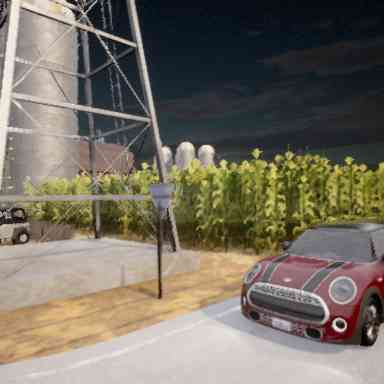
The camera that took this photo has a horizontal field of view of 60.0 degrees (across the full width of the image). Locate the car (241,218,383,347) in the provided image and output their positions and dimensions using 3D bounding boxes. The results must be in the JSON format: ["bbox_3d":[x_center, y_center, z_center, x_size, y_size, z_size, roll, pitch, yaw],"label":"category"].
[{"bbox_3d":[2.995,1.434,6.644,4.553,1.767,2.097,0,-1,-43],"label":"car"}]

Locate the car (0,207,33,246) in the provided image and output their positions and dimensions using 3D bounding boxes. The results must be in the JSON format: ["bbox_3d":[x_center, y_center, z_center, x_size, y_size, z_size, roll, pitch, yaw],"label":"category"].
[{"bbox_3d":[-8.906,1.610,14.564,1.905,1.878,3.866,-1,-1,16],"label":"car"}]
